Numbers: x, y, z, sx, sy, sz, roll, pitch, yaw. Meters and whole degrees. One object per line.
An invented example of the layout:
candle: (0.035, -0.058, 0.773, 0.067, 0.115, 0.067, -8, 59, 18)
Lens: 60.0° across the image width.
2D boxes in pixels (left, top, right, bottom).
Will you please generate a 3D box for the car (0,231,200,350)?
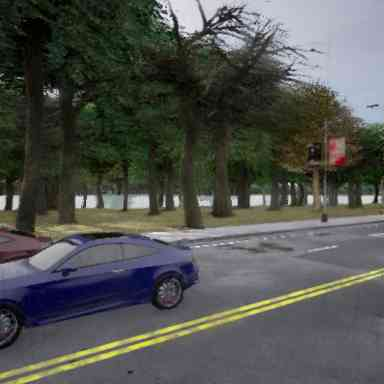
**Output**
car: (-1.991, 1.528, 6.276, 4.674, 1.442, 1.812, 0, 0, -35)

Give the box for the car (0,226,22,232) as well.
car: (-5.580, 1.526, 7.690, 4.674, 1.442, 1.812, 0, 0, -36)
